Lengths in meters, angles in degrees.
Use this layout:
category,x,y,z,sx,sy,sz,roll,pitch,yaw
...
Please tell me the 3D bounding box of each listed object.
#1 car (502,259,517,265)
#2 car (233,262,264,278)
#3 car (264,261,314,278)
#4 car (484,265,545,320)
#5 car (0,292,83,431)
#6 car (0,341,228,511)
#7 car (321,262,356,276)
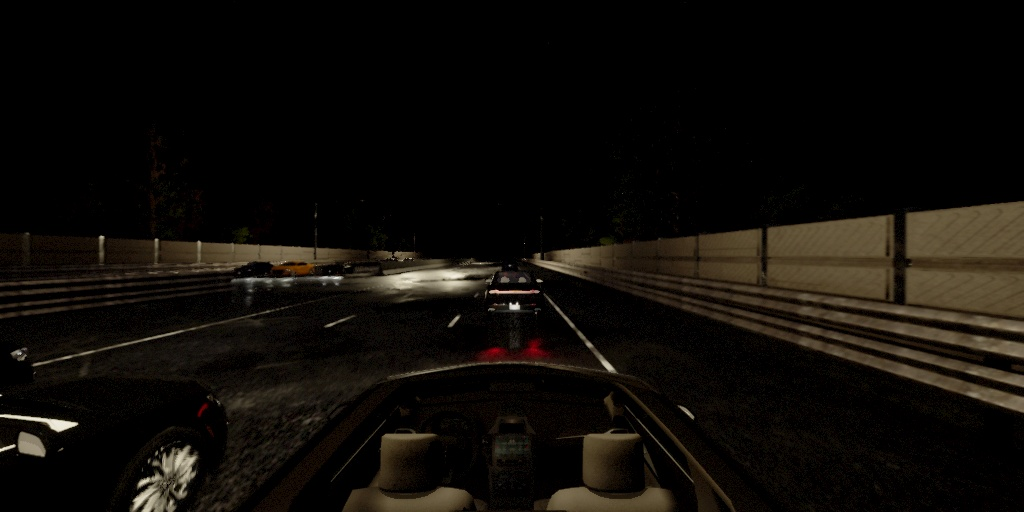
category,x,y,z,sx,sy,sz,roll,pitch,yaw
car,-0.272,1.191,44.556,2.033,1.649,4.856,0,0,-1
car,-24.832,1.286,34.941,1.812,1.442,4.674,0,0,-1
car,-21.333,1.238,35.003,1.882,1.535,5.008,0,0,-1
car,0.066,1.244,12.620,2.128,1.511,4.902,0,0,0
car,-6.905,1.243,2.426,2.128,1.511,4.902,0,0,0
car,-3.405,1.256,1.135,1.837,1.490,4.892,0,0,0
car,-17.860,1.324,37.081,1.994,1.385,4.181,0,0,-1
